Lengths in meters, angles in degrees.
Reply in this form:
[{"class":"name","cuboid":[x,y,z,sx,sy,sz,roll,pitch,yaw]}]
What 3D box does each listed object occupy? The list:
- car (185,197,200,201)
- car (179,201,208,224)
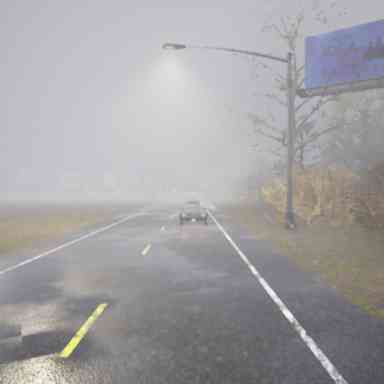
[{"class":"car","cuboid":[0.106,1.398,42.721,1.812,1.442,4.674,0,0,0]},{"class":"car","cuboid":[0.103,1.530,23.754,1.895,1.301,4.718,0,0,0]}]
